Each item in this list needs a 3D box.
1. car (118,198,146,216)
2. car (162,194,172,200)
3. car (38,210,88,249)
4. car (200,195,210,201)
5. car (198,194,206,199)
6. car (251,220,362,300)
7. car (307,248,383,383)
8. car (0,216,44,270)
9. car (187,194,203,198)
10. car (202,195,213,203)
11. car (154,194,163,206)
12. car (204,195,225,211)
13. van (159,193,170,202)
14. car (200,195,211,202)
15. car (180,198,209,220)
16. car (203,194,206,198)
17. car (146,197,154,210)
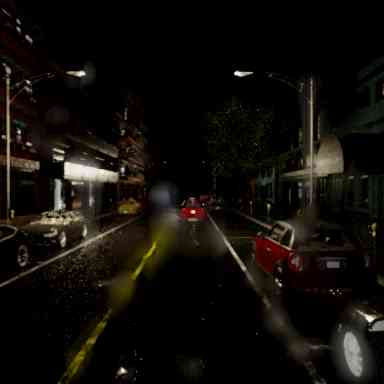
[{"bbox_3d":[-5.703,1.367,30.884,1.752,1.417,4.829,0,0,0],"label":"car"},{"bbox_3d":[-5.719,1.240,76.629,1.802,1.307,4.206,0,0,0],"label":"car"},{"bbox_3d":[-5.697,1.476,13.964,2.008,1.369,4.403,0,0,0],"label":"car"},{"bbox_3d":[2.663,1.245,70.931,1.947,1.339,4.313,0,0,0],"label":"car"},{"bbox_3d":[2.657,1.187,88.021,1.947,1.339,4.313,0,0,0],"label":"car"},{"bbox_3d":[2.686,1.395,8.268,1.967,1.590,4.097,0,0,0],"label":"car"},{"bbox_3d":[2.688,1.536,2.572,2.008,1.369,4.403,0,0,0],"label":"car"},{"bbox_3d":[-5.694,1.520,8.268,1.947,1.339,4.313,0,0,0],"label":"car"},{"bbox_3d":[0.086,1.270,45.044,2.128,1.511,4.902,0,0,0],"label":"car"},{"bbox_3d":[2.667,1.302,59.538,1.802,1.307,4.206,0,0,0],"label":"car"},{"bbox_3d":[-5.709,1.330,48.144,1.947,1.339,4.313,0,0,0],"label":"car"},{"bbox_3d":[2.676,1.366,36.752,2.008,1.369,4.403,0,0,0],"label":"car"},{"bbox_3d":[-5.716,1.039,65.234,1.690,1.788,3.998,0,0,0],"label":"van"},{"bbox_3d":[2.665,1.244,65.235,1.887,1.381,4.507,0,0,0],"label":"car"},{"bbox_3d":[0.090,1.428,26.551,1.994,1.385,4.181,0,0,0],"label":"car"},{"bbox_3d":[2.671,1.309,48.144,1.887,1.381,4.507,0,0,0],"label":"car"},{"bbox_3d":[-5.705,1.359,36.751,1.887,1.381,4.507,0,0,0],"label":"car"}]
